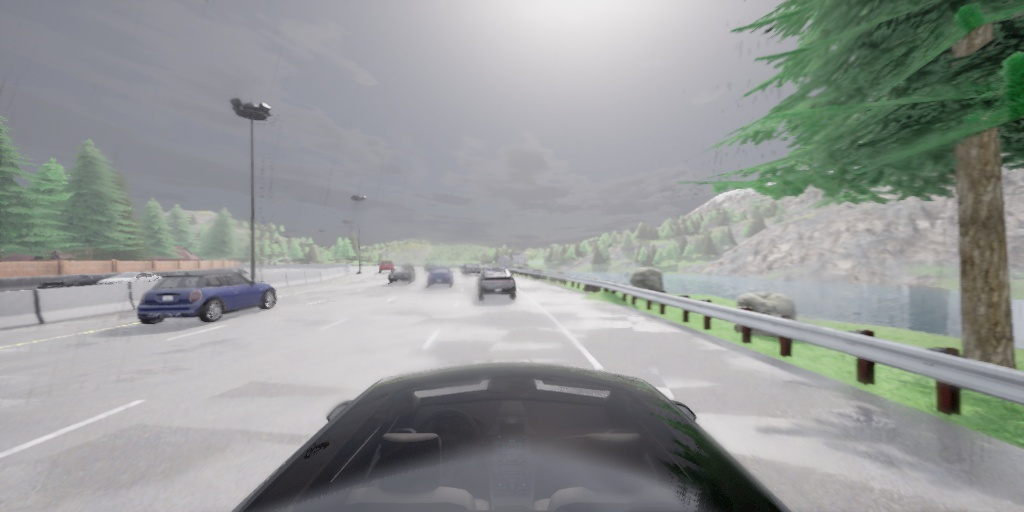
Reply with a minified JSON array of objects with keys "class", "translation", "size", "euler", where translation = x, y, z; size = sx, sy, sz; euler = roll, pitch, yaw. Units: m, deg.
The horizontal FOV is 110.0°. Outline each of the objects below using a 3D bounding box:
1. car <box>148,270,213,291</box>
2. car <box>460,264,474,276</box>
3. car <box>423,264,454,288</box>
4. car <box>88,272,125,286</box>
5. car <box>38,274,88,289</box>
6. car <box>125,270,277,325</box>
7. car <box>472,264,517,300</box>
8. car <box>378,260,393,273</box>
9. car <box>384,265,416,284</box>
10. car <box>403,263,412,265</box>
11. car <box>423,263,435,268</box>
[{"class":"car","translation":[-27.244,1.965,29.652],"size":[1.994,1.385,4.181],"euler":[-1,-1,-10]},{"class":"car","translation":[-5.317,1.722,45.627],"size":[2.033,1.411,5.357],"euler":[-1,0,-16]},{"class":"car","translation":[-5.417,1.559,27.261],"size":[1.812,1.442,4.674],"euler":[-1,0,-9]},{"class":"car","translation":[-30.678,1.976,28.973],"size":[1.812,1.442,4.674],"euler":[-1,-1,-10]},{"class":"car","translation":[-34.147,2.112,28.521],"size":[1.895,1.301,4.718],"euler":[-1,0,-11]},{"class":"car","translation":[-10.985,1.367,13.414],"size":[2.097,1.767,4.553],"euler":[-1,0,-4]},{"class":"car","translation":[-0.886,1.388,18.772],"size":[2.128,1.511,4.902],"euler":[-1,0,-6]},{"class":"car","translation":[-21.238,1.762,60.431],"size":[2.150,2.045,5.566],"euler":[0,-1,-22]},{"class":"car","translation":[-9.581,1.733,31.487],"size":[1.895,1.301,4.718],"euler":[-1,0,-10]},{"class":"car","translation":[-17.666,1.991,60.626],"size":[1.837,1.490,4.892],"euler":[0,-1,-21]},{"class":"car","translation":[-13.710,1.911,60.046],"size":[2.128,1.511,4.902],"euler":[-1,0,-21]}]
